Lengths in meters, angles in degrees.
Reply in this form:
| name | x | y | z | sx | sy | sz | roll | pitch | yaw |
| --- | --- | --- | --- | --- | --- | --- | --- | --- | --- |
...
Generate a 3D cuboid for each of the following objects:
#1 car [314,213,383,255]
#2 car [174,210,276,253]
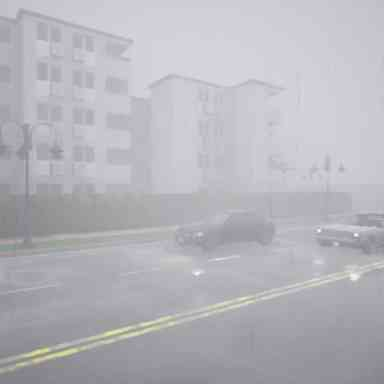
| name | x | y | z | sx | sy | sz | roll | pitch | yaw |
| --- | --- | --- | --- | --- | --- | --- | --- | --- | --- |
| car | 6.962 | 1.537 | 13.205 | 4.718 | 1.301 | 1.895 | 0 | 0 | -35 |
| car | 1.482 | 1.476 | 13.604 | 4.674 | 1.442 | 1.812 | 0 | 0 | -35 |
